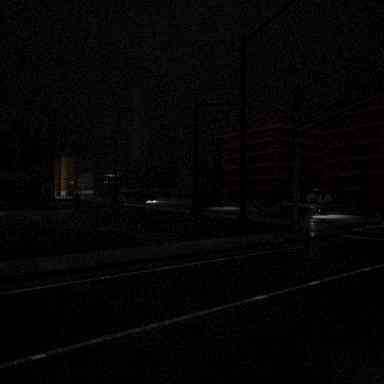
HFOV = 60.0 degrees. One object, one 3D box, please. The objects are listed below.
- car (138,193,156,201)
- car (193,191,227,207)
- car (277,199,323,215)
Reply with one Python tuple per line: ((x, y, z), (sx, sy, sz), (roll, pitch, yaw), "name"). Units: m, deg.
((-8.088, 0.892, 59.936), (1.994, 1.385, 4.181), (0, 1, -34), "car")
((2.348, 0.876, 44.609), (2.150, 2.045, 5.566), (0, 1, -35), "car")
((10.504, 1.402, 32.716), (1.812, 1.442, 4.674), (0, 1, -34), "car")
